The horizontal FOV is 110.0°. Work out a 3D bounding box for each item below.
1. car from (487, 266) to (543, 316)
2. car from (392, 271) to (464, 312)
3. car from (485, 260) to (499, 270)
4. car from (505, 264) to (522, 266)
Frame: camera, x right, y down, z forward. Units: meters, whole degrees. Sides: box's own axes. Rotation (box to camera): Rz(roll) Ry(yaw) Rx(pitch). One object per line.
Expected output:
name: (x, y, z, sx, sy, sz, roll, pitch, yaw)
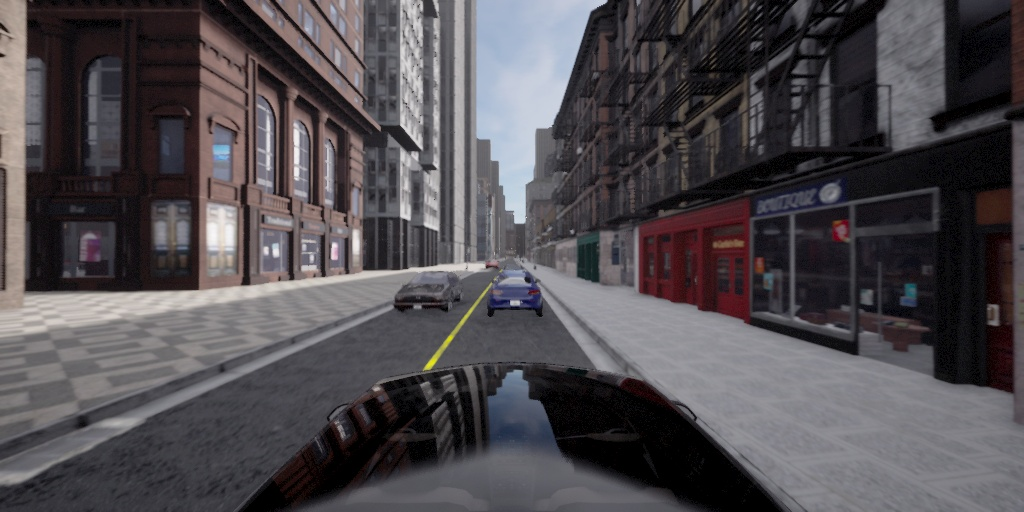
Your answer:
car: (0.099, 1.274, 13.312, 1.812, 1.442, 4.674, 0, 0, 0)
car: (-3.099, 1.297, 14.439, 2.033, 1.411, 5.357, 0, 0, 0)
car: (-3.062, 1.282, 54.709, 1.882, 1.535, 5.008, 0, 0, 0)
car: (0.105, 1.361, 30.366, 1.895, 1.301, 4.718, 0, 0, 0)
